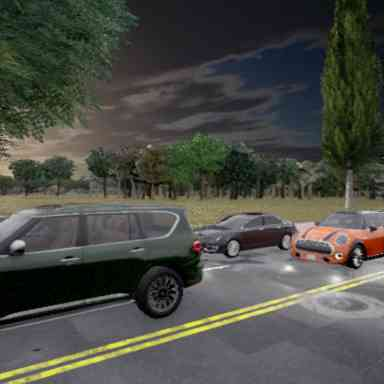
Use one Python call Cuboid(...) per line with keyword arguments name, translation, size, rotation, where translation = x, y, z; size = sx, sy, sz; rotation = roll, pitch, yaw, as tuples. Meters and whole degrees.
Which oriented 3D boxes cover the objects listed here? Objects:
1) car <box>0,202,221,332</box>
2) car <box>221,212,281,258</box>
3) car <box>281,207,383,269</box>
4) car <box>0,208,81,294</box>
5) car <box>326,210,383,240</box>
Cuboid(name="car", translation=(-2.363, 1.233, 5.956), size=(5.566, 2.045, 2.150), rotation=(1, 0, -35))
Cuboid(name="car", translation=(2.140, 1.582, 13.160), size=(4.892, 1.490, 1.837), rotation=(1, 0, -35))
Cuboid(name="car", translation=(5.516, 1.444, 11.568), size=(4.553, 1.767, 2.097), rotation=(1, 0, -35))
Cuboid(name="car", translation=(-5.257, 1.352, 7.888), size=(4.553, 1.767, 2.097), rotation=(1, 0, -35))
Cuboid(name="car", translation=(9.716, 1.757, 18.560), size=(4.718, 1.301, 1.895), rotation=(1, 0, -35))
